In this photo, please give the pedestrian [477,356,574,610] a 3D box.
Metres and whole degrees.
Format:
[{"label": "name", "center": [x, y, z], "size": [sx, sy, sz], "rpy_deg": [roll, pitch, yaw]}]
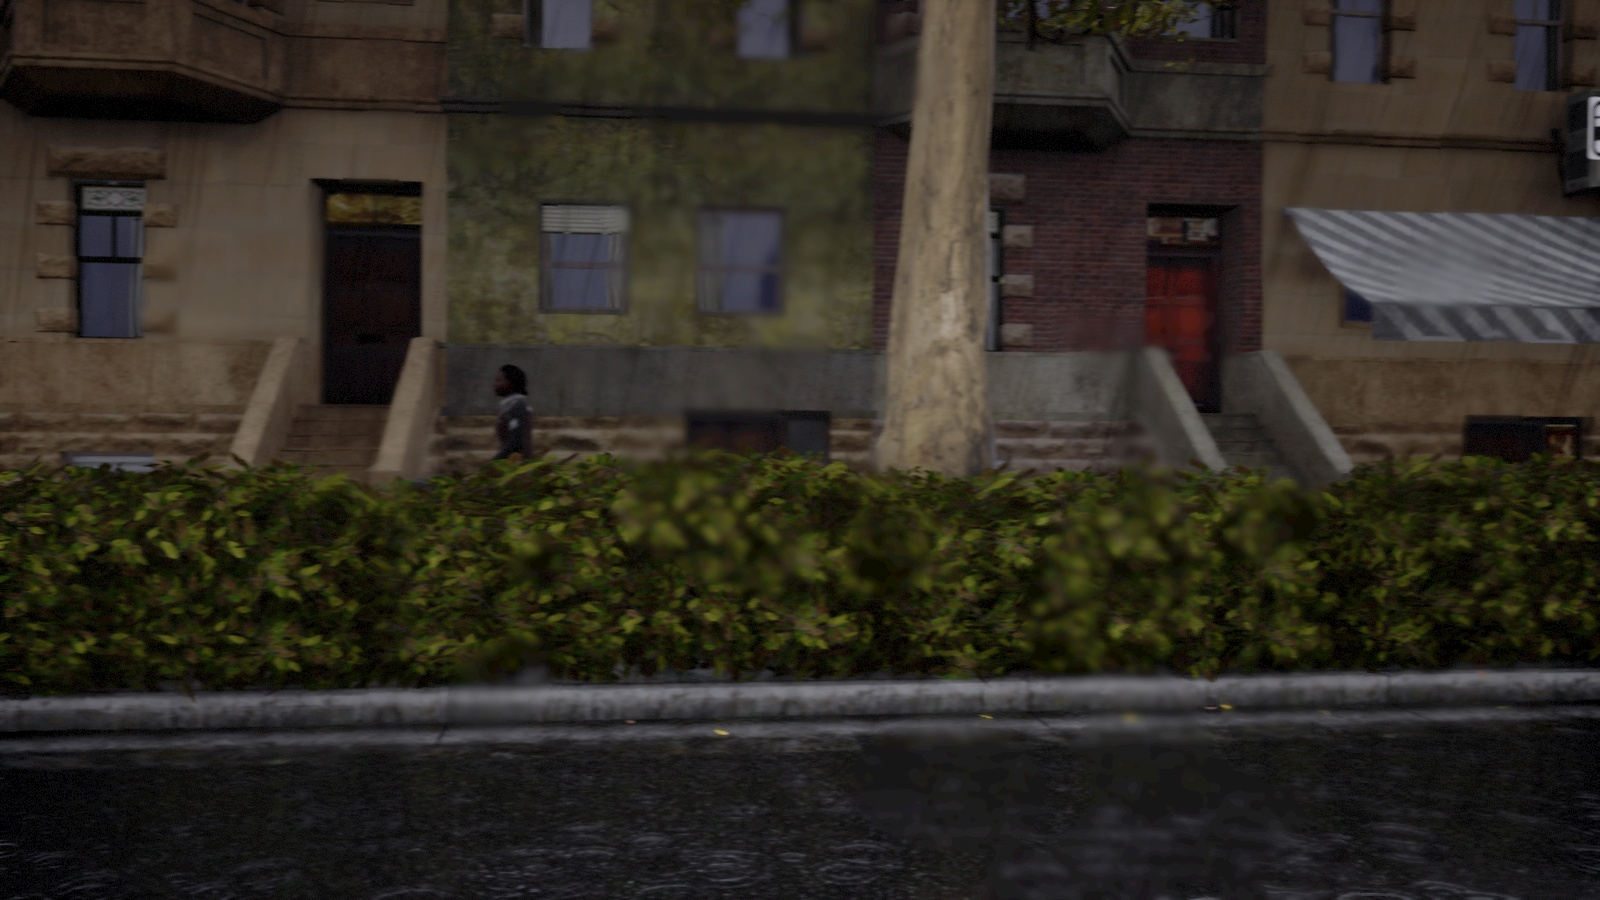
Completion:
[{"label": "pedestrian", "center": [-2.125, 0.245, 9.760], "size": [0.666, 1.930, 0.402], "rpy_deg": [-1, 1, -6]}]
